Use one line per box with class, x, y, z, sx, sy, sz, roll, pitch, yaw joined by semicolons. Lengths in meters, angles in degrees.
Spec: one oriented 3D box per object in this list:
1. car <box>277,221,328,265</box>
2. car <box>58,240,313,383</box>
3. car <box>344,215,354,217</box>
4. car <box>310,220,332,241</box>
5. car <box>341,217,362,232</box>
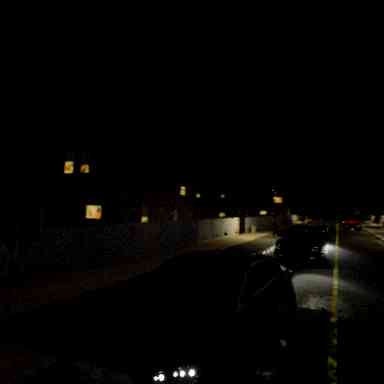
car;5.122;2.325;15.485;1.882;1.535;5.008;0;-3;24
car;0.305;1.699;5.060;2.128;1.511;4.902;0;-3;28
car;22.533;4.407;47.717;1.812;1.442;4.674;0;-3;24
car;10.167;3.036;26.925;2.128;1.511;4.902;0;-3;24
car;18.555;3.930;38.670;1.895;1.301;4.718;0;-3;24
